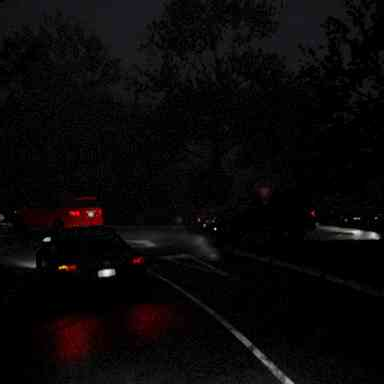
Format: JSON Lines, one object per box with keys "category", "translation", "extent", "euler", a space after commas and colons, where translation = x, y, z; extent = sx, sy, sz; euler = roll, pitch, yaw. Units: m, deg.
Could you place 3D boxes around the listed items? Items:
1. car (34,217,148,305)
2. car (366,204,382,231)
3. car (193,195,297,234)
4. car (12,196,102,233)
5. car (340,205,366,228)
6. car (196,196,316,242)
{"category": "car", "translation": [-2.634, 1.560, 8.295], "extent": [1.994, 1.385, 4.181], "euler": [0, 0, -29]}
{"category": "car", "translation": [12.740, 1.440, 19.014], "extent": [4.553, 1.767, 2.097], "euler": [1, 0, -19]}
{"category": "car", "translation": [3.050, 1.227, 19.346], "extent": [5.566, 2.045, 2.150], "euler": [0, 0, -16]}
{"category": "car", "translation": [-7.305, 1.215, 17.944], "extent": [5.566, 2.045, 2.150], "euler": [0, 0, 32]}
{"category": "car", "translation": [12.243, 1.594, 22.227], "extent": [4.892, 1.490, 1.837], "euler": [0, 0, -18]}
{"category": "car", "translation": [3.293, 1.226, 16.336], "extent": [5.566, 2.045, 2.150], "euler": [0, 0, -13]}
